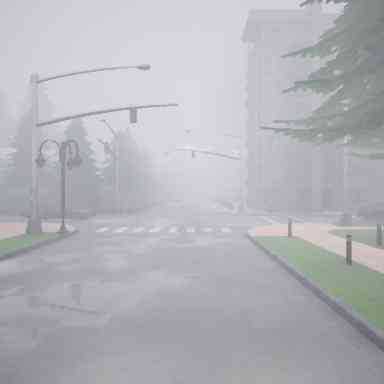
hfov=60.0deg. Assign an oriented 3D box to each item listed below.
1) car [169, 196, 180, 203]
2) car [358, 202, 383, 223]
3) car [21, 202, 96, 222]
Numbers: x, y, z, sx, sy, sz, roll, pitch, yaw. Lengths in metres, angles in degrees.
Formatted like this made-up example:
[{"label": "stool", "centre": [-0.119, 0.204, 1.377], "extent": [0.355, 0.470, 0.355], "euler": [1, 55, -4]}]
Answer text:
[{"label": "car", "centre": [-3.499, 1.595, 67.412], "extent": [1.812, 1.442, 4.674], "euler": [0, 0, 0]}, {"label": "car", "centre": [15.149, 1.472, 25.291], "extent": [4.674, 1.442, 1.812], "euler": [0, 0, 1]}, {"label": "car", "centre": [-10.310, 1.488, 25.812], "extent": [5.357, 1.411, 2.033], "euler": [0, 0, 1]}]
